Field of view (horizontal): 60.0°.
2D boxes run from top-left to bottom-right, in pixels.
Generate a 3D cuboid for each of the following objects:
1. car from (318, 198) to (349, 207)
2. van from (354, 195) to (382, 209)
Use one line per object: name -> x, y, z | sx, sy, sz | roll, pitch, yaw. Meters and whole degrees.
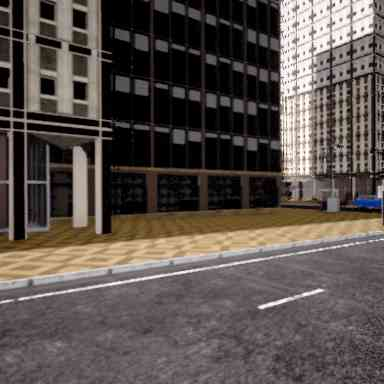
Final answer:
car -> 20.742, 1.502, 48.995 | 1.887, 1.381, 4.507 | 0, 0, -34
van -> 23.921, 1.324, 44.459 | 1.690, 1.788, 3.998 | 0, 0, -34
